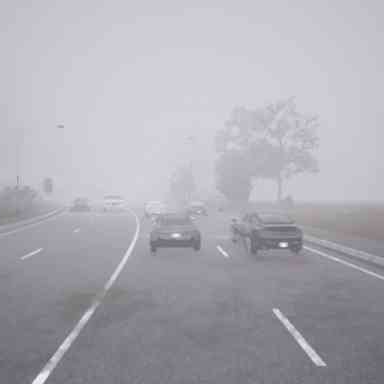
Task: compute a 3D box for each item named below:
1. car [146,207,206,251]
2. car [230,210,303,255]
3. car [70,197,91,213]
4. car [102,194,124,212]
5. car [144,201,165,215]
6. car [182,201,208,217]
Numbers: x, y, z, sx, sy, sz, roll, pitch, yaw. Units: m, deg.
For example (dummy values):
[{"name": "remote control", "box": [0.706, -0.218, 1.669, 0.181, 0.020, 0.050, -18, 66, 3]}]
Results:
[{"name": "car", "box": [-0.787, 1.563, 14.205, 1.994, 1.385, 4.181, 0, 0, -6]}, {"name": "car", "box": [2.807, 1.497, 13.412, 1.837, 1.490, 4.892, 0, 0, -5]}, {"name": "car", "box": [-12.506, 1.358, 37.541, 2.097, 1.767, 4.553, 0, 0, -16]}, {"name": "car", "box": [-9.134, 1.224, 38.568, 2.150, 2.045, 5.566, 0, 0, -16]}, {"name": "car", "box": [-3.419, 1.526, 30.845, 1.812, 1.442, 4.674, 0, 0, -12]}, {"name": "car", "box": [0.166, 1.522, 30.738, 1.812, 1.442, 4.674, 0, 0, -12]}]
